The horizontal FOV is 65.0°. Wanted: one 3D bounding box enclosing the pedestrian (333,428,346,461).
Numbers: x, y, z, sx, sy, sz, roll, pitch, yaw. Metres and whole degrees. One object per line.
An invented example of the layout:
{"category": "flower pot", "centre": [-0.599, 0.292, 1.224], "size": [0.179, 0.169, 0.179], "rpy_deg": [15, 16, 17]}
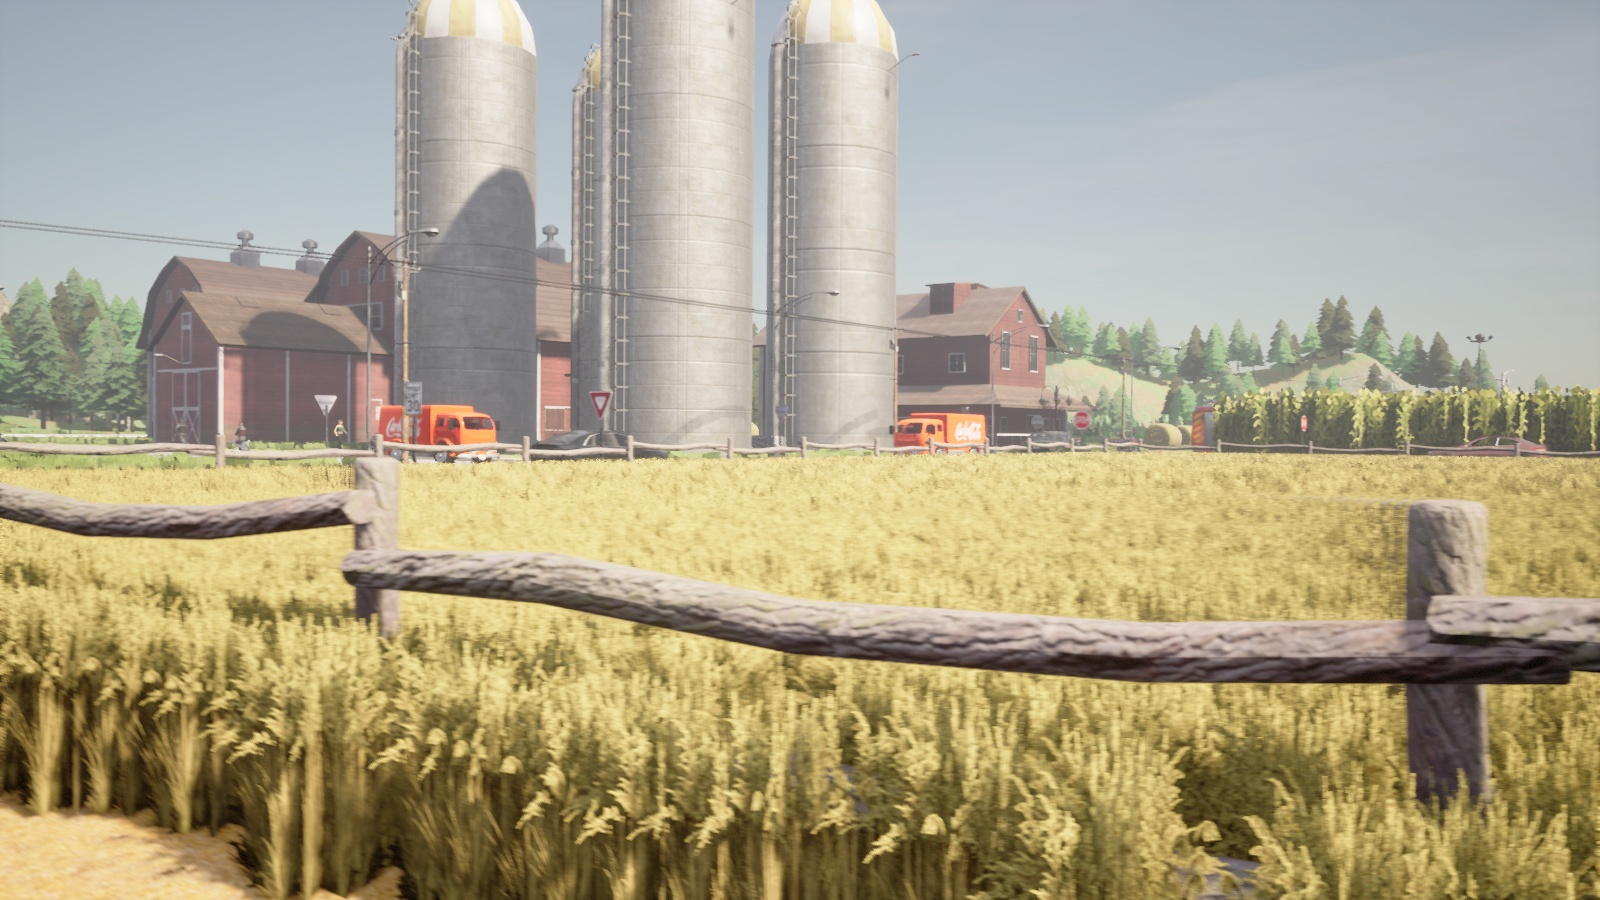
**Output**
{"category": "pedestrian", "centre": [-25.466, -0.323, 69.472], "size": [0.594, 1.836, 0.345], "rpy_deg": [0, 1, 33]}

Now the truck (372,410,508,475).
{"category": "truck", "centre": [-14.509, -0.307, 50.575], "size": [5.204, 2.467, 2.627], "rpy_deg": [0, 1, 37]}

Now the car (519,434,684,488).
{"category": "car", "centre": [-5.821, 0.284, 37.386], "size": [1.837, 1.490, 4.892], "rpy_deg": [0, 1, 38]}

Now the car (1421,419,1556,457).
{"category": "car", "centre": [30.888, -0.531, 56.414], "size": [5.027, 1.651, 2.152], "rpy_deg": [0, 1, 38]}

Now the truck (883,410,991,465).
{"category": "truck", "centre": [6.470, -0.609, 58.982], "size": [2.627, 2.467, 5.204], "rpy_deg": [0, 1, 39]}

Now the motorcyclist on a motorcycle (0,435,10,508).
{"category": "motorcyclist on a motorcycle", "centre": [-18.218, 0.484, 27.041], "size": [0.866, 1.590, 1.817], "rpy_deg": [0, 1, 38]}

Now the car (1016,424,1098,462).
{"category": "car", "centre": [12.578, -0.349, 61.217], "size": [2.097, 1.767, 4.553], "rpy_deg": [0, 1, 38]}

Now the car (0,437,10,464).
{"category": "car", "centre": [-50.740, 0.038, 77.710], "size": [3.988, 1.617, 1.851], "rpy_deg": [0, 1, 37]}

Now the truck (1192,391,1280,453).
{"category": "truck", "centre": [28.497, -1.794, 81.833], "size": [2.891, 3.827, 8.468], "rpy_deg": [0, 1, 38]}

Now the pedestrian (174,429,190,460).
{"category": "pedestrian", "centre": [-37.904, -0.311, 76.982], "size": [0.849, 1.883, 0.563], "rpy_deg": [0, 1, 39]}
